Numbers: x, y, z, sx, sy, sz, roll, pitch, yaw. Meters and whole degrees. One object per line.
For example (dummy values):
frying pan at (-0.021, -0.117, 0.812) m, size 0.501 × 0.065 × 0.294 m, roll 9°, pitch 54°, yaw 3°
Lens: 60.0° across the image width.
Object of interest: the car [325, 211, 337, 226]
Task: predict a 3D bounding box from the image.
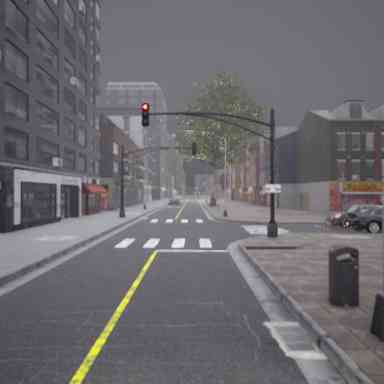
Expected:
car at (10.924, 1.534, 21.836) m, size 4.097 × 1.590 × 1.967 m, roll 0°, pitch -1°, yaw 0°

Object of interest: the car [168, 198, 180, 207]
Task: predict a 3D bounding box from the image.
car at (-2.844, 1.614, 53.591) m, size 2.033 × 1.411 × 5.357 m, roll 0°, pitch 0°, yaw 0°

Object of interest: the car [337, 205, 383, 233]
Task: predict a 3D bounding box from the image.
car at (11.399, 1.591, 19.194) m, size 4.892 × 1.490 × 1.837 m, roll 0°, pitch 0°, yaw 0°
